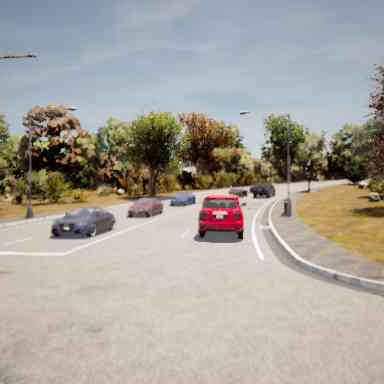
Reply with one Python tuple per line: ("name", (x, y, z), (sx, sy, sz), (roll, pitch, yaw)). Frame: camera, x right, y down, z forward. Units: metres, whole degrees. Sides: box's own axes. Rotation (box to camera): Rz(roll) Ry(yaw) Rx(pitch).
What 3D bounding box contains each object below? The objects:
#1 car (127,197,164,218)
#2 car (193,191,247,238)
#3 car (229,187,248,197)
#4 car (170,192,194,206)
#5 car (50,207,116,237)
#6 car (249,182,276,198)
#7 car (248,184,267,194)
("car", (-3.689, 1.190, 27.374), (1.812, 1.442, 4.674), (0, 2, 13))
("car", (1.650, 1.142, 17.495), (2.150, 2.045, 5.566), (0, 1, 9))
("car", (6.510, -0.002, 46.673), (2.128, 1.511, 4.902), (0, 4, 25))
("car", (-0.910, 0.721, 37.194), (1.812, 1.442, 4.674), (0, 3, 18))
("car", (-5.574, 1.487, 17.539), (1.994, 1.385, 4.181), (0, 1, 9))
("car", (9.967, -0.307, 45.833), (2.150, 2.045, 5.566), (0, 4, 25))
("car", (11.044, -0.599, 55.819), (1.812, 1.442, 4.674), (0, 4, 30))
